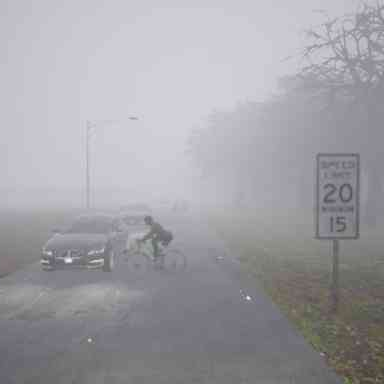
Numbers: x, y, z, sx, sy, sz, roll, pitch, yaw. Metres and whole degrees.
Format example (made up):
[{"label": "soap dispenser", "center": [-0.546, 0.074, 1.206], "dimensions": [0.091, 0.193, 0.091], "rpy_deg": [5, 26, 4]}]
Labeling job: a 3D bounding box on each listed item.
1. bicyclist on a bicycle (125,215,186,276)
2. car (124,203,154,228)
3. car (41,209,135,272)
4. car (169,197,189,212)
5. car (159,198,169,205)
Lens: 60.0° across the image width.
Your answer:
[{"label": "bicyclist on a bicycle", "center": [-0.990, 1.453, 8.907], "dimensions": [1.656, 1.620, 0.582], "rpy_deg": [-2, 0, -2]}, {"label": "car", "center": [-3.653, 1.496, 22.260], "dimensions": [1.882, 1.535, 5.008], "rpy_deg": [0, 0, -2]}, {"label": "car", "center": [-3.217, 1.507, 10.839], "dimensions": [1.837, 1.490, 4.892], "rpy_deg": [0, -1, -2]}, {"label": "car", "center": [-1.438, 1.629, 40.490], "dimensions": [1.994, 1.385, 4.181], "rpy_deg": [0, 0, -2]}, {"label": "car", "center": [-5.219, 1.773, 62.680], "dimensions": [1.895, 1.301, 4.718], "rpy_deg": [0, 0, -2]}]
